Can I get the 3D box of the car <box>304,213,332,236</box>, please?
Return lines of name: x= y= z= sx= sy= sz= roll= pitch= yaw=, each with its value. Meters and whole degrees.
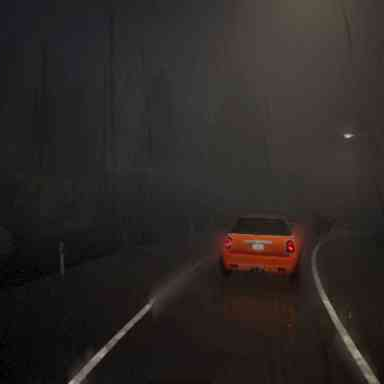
car: x=8.104 y=2.124 z=22.634 sx=2.033 sy=1.411 sz=5.357 roll=1 pitch=-2 yaw=33

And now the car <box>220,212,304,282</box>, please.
car: x=2.321 y=1.471 z=10.519 sx=2.097 sy=1.767 sz=4.553 roll=1 pitch=-1 yaw=17
